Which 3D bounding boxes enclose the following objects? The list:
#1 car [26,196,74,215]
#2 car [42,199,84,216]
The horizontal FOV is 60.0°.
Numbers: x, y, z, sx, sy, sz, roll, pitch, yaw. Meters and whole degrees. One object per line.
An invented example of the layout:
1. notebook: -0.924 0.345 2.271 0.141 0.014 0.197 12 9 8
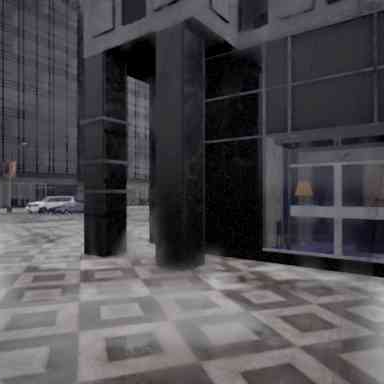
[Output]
1. car: -16.100 1.504 38.346 2.150 2.045 5.566 0 -1 36
2. car: -13.194 1.830 36.842 2.033 1.411 5.357 0 -1 36
